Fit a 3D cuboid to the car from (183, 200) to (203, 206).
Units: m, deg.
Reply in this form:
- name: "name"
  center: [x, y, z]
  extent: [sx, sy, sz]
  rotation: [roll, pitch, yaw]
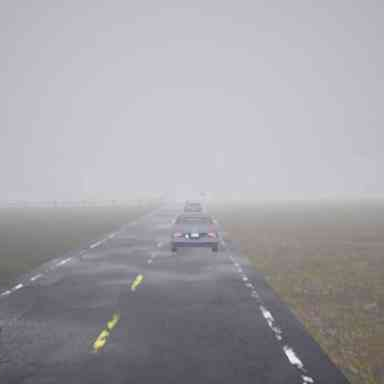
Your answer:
- name: "car"
  center: [0.102, 1.530, 34.545]
  extent: [2.128, 1.511, 4.902]
  rotation: [0, 0, 0]

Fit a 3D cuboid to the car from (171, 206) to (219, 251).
- name: "car"
  center: [0.100, 1.562, 14.195]
  extent: [2.033, 1.411, 5.357]
  rotation: [0, 0, 0]

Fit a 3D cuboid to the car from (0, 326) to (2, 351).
- name: "car"
  center: [-2.833, 1.506, 1.394]
  extent: [1.837, 1.490, 4.892]
  rotation: [0, 0, 0]
